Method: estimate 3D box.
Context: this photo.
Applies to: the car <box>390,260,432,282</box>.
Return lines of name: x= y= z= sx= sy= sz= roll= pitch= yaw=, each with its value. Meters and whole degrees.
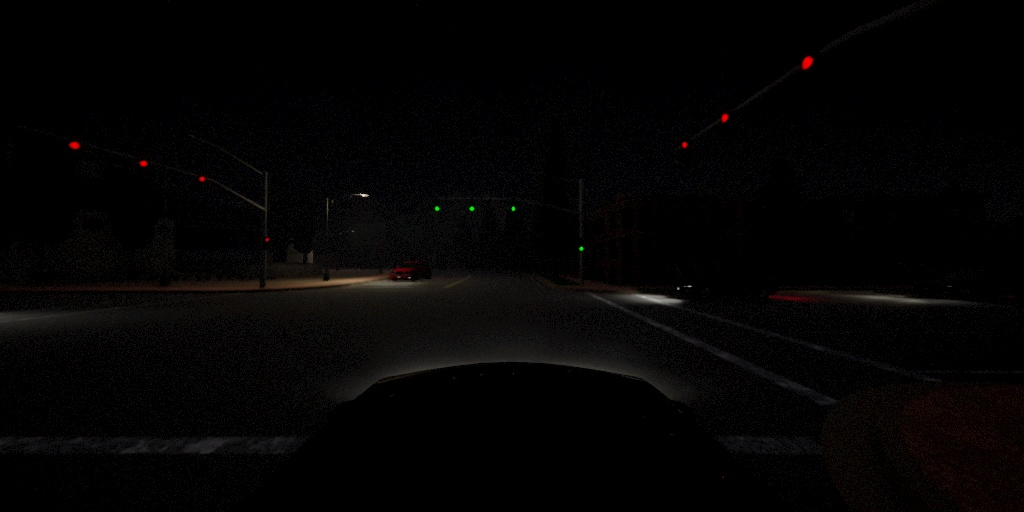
car: x=-9.557 y=1.473 z=34.457 sx=2.150 sy=2.045 sz=5.566 roll=0 pitch=1 yaw=10

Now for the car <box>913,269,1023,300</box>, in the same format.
car: x=24.071 y=1.426 z=18.701 sx=5.008 sy=1.535 sz=1.882 roll=0 pitch=-1 yaw=0

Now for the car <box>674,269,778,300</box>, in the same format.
car: x=11.082 y=1.454 z=18.721 sx=4.892 sy=1.490 sz=1.837 roll=0 pitch=-1 yaw=0
